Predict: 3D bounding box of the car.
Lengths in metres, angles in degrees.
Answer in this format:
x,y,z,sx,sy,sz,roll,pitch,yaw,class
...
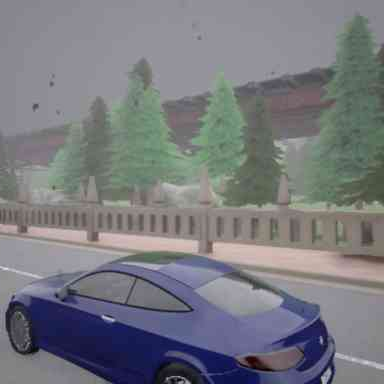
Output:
x,y,z,sx,sy,sz,roll,pitch,yaw,class
-0.616,1.546,4.451,4.674,1.442,1.812,-1,0,36,car
